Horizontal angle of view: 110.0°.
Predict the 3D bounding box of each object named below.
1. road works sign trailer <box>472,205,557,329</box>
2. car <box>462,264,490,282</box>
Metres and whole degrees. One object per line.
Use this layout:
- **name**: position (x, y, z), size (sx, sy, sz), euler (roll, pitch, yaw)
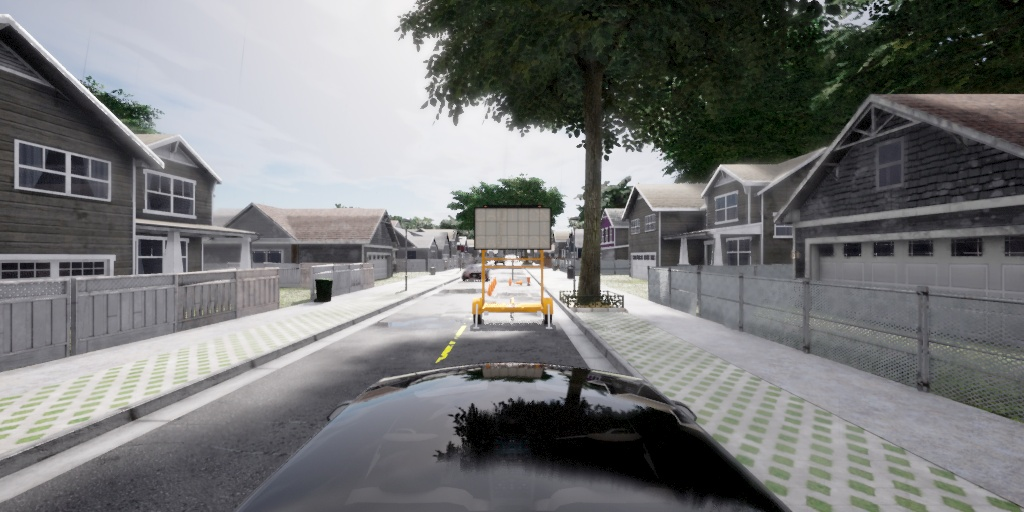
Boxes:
- **road works sign trailer**: position (0.023, 0.213, 11.244), size (2.380, 3.560, 2.880), euler (0, 0, 0)
- **car**: position (-2.803, 1.298, 28.653), size (1.994, 1.385, 4.181), euler (0, 0, 0)
